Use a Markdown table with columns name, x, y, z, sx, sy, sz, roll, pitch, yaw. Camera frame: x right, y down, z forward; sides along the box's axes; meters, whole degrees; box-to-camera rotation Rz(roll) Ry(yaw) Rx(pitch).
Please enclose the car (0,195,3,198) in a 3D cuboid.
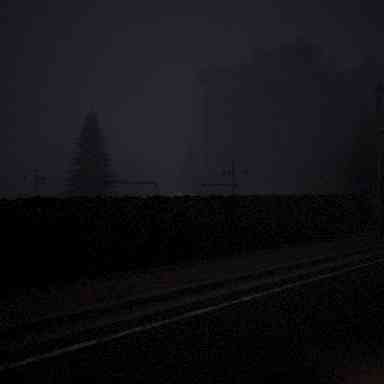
| name | x | y | z | sx | sy | sz | roll | pitch | yaw |
| --- | --- | --- | --- | --- | --- | --- | --- | --- | --- |
| car | -40.344 | 1.373 | 67.378 | 3.633 | 1.501 | 1.845 | 0 | 0 | -38 |
